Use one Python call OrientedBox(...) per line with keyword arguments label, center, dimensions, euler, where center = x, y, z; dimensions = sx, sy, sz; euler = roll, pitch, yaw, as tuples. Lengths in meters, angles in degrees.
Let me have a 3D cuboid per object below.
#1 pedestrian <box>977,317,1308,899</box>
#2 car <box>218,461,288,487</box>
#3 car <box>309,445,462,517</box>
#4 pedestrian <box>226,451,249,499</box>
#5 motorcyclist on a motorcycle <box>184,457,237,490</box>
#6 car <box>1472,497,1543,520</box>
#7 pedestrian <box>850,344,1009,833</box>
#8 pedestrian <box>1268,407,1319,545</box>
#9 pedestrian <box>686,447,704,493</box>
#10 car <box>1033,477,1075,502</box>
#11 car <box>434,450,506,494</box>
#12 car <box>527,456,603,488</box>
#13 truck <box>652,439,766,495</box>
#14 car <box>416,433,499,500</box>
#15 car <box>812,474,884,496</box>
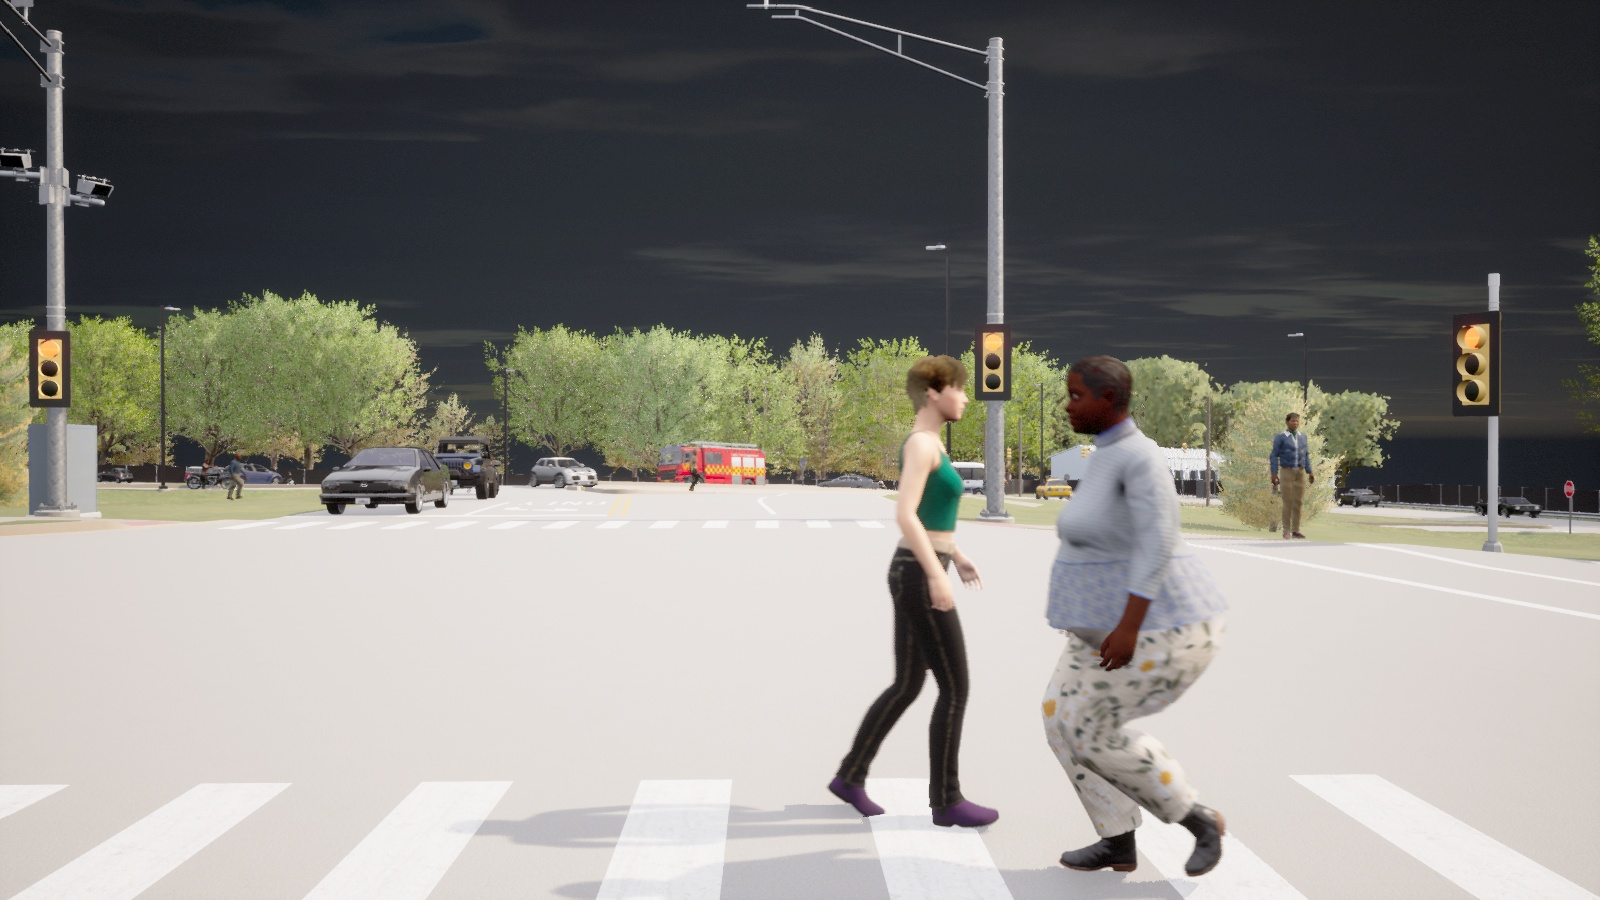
OrientedBox(label="pedestrian", center=(1.095, 0.523, 4.241), dimensions=(0.900, 1.855, 0.874), euler=(0, 1, 3))
OrientedBox(label="car", center=(-36.974, 1.641, 84.897), dimensions=(1.851, 1.617, 3.988), euler=(-2, -3, 30))
OrientedBox(label="car", center=(-8.879, 0.613, 27.407), dimensions=(2.033, 1.411, 5.357), euler=(0, 0, -6))
OrientedBox(label="pedestrian", center=(-21.746, 0.975, 48.556), dimensions=(0.726, 1.835, 0.370), euler=(0, 1, -7))
OrientedBox(label="motorcyclist on a motorcycle", center=(-30.485, 1.222, 64.985), dimensions=(2.350, 1.649, 0.766), euler=(1, 0, -8))
OrientedBox(label="car", center=(44.865, 3.712, 79.769), dimensions=(1.895, 1.301, 4.718), euler=(0, -1, 0))
OrientedBox(label="pedestrian", center=(0.507, 0.519, 4.910), dimensions=(0.594, 1.836, 0.345), euler=(0, 1, 7))
OrientedBox(label="pedestrian", center=(7.141, 0.368, 18.201), dimensions=(0.423, 1.949, 0.788), euler=(0, 1, 0))
OrientedBox(label="pedestrian", center=(-4.294, 0.823, 51.237), dimensions=(0.634, 1.846, 0.331), euler=(0, 1, 23))
OrientedBox(label="car", center=(17.150, 2.620, 84.941), dimensions=(1.801, 1.575, 5.366), euler=(0, 0, 1))
OrientedBox(label="car", center=(-12.070, 0.813, 45.692), dimensions=(2.128, 1.511, 4.902), euler=(0, -1, -19))
OrientedBox(label="car", center=(-11.569, 1.065, 61.666), dimensions=(1.970, 1.475, 3.806), euler=(0, 1, -42))
OrientedBox(label="truck", center=(-6.770, 1.378, 94.375), dimensions=(8.468, 3.827, 2.891), euler=(3, -6, -42))
OrientedBox(label="car", center=(-10.076, 0.493, 37.225), dimensions=(1.905, 1.878, 3.866), euler=(0, -1, -8))
OrientedBox(label="car", center=(3.577, 2.608, 93.341), dimensions=(4.902, 1.511, 2.128), euler=(0, -3, 27))
